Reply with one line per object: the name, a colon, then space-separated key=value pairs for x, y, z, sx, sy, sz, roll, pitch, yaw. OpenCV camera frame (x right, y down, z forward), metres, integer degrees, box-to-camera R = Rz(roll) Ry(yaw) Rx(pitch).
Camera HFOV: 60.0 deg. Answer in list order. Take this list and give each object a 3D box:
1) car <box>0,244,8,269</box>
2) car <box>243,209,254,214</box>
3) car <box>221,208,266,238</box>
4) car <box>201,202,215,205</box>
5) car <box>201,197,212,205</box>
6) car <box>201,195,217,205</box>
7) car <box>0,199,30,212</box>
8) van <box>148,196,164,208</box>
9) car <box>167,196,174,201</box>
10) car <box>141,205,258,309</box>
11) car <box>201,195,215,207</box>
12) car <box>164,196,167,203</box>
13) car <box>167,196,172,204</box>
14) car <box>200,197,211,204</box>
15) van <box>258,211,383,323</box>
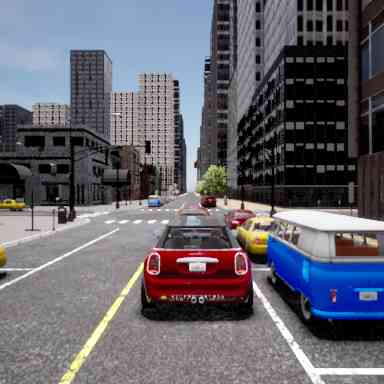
car: x=-5.696 y=1.531 z=6.733 sx=1.752 sy=1.417 sz=4.829 roll=0 pitch=0 yaw=0
car: x=2.680 y=1.537 z=12.743 sx=1.752 sy=1.417 sz=4.829 roll=0 pitch=0 yaw=0
car: x=2.677 y=1.602 z=18.235 sx=1.802 sy=1.307 sz=4.206 roll=0 pitch=0 yaw=0
car: x=0.090 y=1.496 z=17.256 sx=1.882 sy=1.535 sz=5.008 roll=0 pitch=0 yaw=0
car: x=2.651 y=1.671 z=61.671 sx=1.887 sy=1.381 sz=4.507 roll=0 pitch=0 yaw=0
car: x=2.656 y=1.409 z=50.624 sx=2.192 sy=1.841 sz=5.009 roll=0 pitch=0 yaw=0
car: x=-21.432 y=1.500 z=38.438 sx=4.829 sy=1.417 sz=1.752 roll=0 pitch=0 yaw=0
van: x=-5.723 y=1.435 z=50.616 sx=1.690 sy=1.788 sz=3.998 roll=0 pitch=0 yaw=0
car: x=-5.746 y=1.745 z=89.113 sx=1.752 sy=1.417 sz=4.829 roll=0 pitch=0 yaw=0
car: x=0.094 y=1.359 z=8.050 sx=2.097 sy=1.767 sz=4.553 roll=0 pitch=0 yaw=0
car: x=2.653 y=1.425 z=56.148 sx=2.192 sy=1.841 sz=5.009 roll=0 pitch=0 yaw=0
car: x=-5.726 y=1.550 z=56.140 sx=1.967 sy=1.590 sz=4.097 roll=0 pitch=0 yaw=0
car: x=-5.733 y=1.583 z=67.189 sx=1.967 sy=1.590 sz=4.097 roll=0 pitch=0 yaw=0
car: x=2.648 y=1.709 z=67.196 sx=1.947 sy=1.339 sz=4.313 roll=0 pitch=0 yaw=0
van: x=2.683 y=1.347 z=6.908 sx=1.690 sy=1.788 sz=3.998 roll=0 pitch=0 yaw=0
